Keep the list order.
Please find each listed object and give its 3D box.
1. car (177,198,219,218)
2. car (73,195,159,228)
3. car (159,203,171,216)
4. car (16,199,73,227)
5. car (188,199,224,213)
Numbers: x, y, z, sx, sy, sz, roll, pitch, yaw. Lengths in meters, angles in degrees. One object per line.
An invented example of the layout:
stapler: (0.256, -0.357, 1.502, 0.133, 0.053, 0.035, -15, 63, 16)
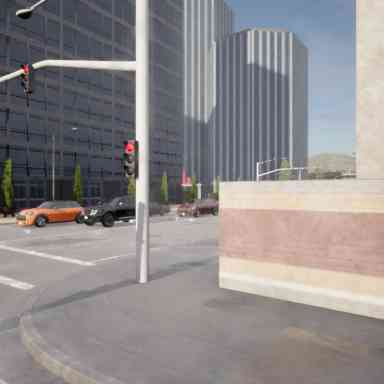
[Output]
car: (0.561, 1.407, 31.507, 2.097, 1.767, 4.553, 0, 0, 36)
car: (-5.170, 1.277, 23.539, 2.150, 2.045, 5.566, 0, 0, 36)
car: (-4.198, 1.603, 30.887, 2.033, 1.411, 5.357, 0, 0, 36)
car: (-9.725, 1.407, 23.194, 2.097, 1.767, 4.553, 0, 0, 36)
car: (1.730, 1.560, 39.116, 1.837, 1.490, 4.892, 0, 0, 36)
